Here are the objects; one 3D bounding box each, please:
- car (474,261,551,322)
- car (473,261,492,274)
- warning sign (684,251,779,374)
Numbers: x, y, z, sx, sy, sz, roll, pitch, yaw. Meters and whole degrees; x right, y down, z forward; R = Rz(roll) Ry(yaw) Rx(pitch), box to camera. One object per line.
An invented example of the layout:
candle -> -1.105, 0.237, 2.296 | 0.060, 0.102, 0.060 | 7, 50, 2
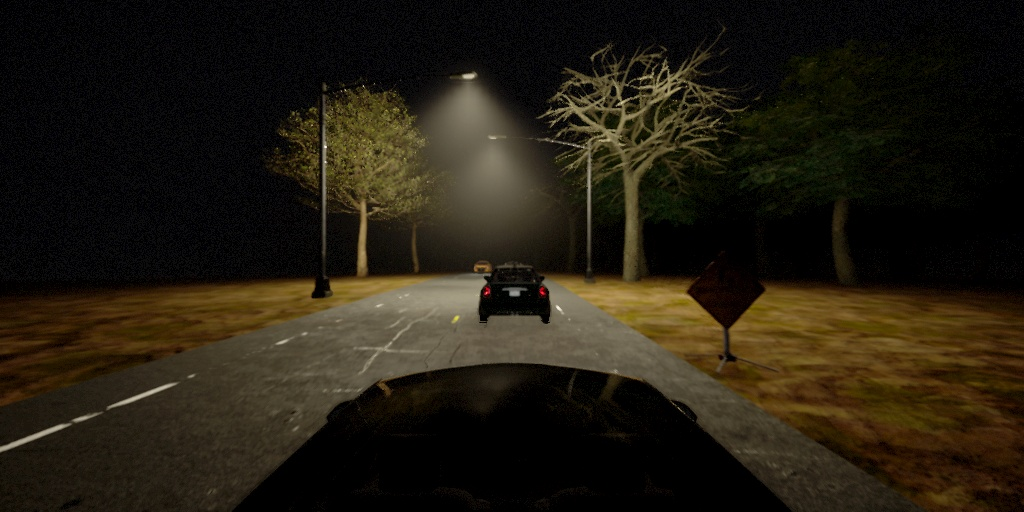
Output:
car -> 0.085, 1.066, 12.209 | 2.097, 1.767, 4.553 | 0, 0, 0
car -> -3.579, 1.353, 44.198 | 1.882, 1.535, 5.008 | 0, -1, 0
warning sign -> 3.551, 0.845, 5.910 | 1.300, 1.860, 1.060 | 0, 0, 0
